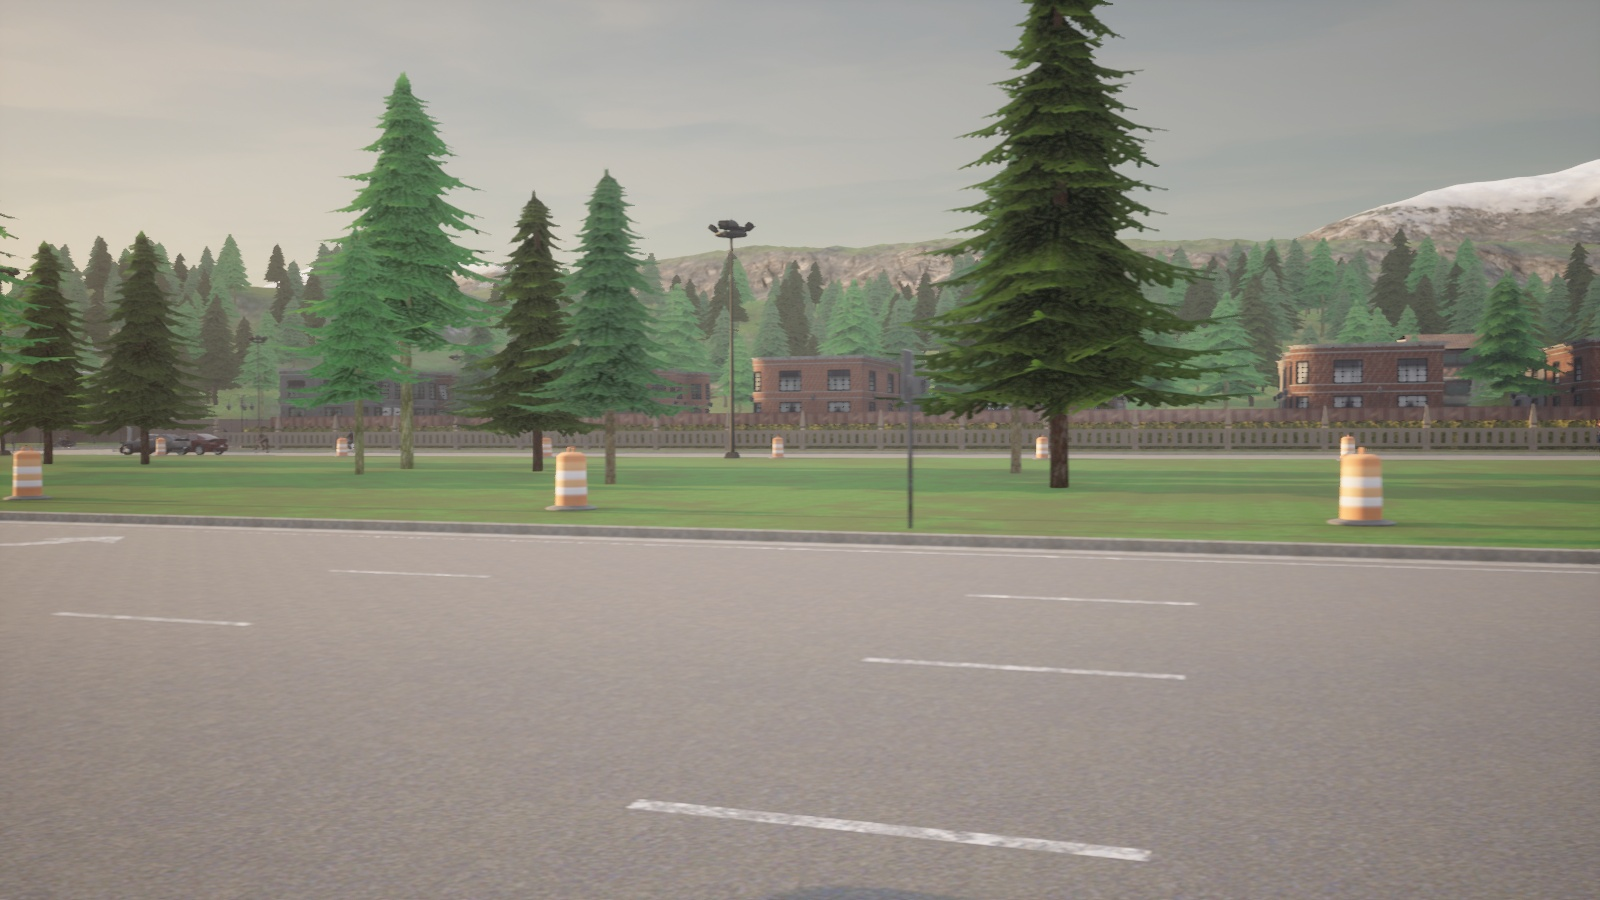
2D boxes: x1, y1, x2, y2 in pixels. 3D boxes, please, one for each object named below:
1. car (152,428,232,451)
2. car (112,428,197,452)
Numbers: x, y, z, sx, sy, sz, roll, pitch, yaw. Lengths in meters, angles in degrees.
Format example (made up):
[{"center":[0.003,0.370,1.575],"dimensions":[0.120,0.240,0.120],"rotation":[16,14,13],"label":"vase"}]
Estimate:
[{"center":[-41.465,-0.723,85.634],"dimensions":[5.008,1.535,1.882],"rotation":[0,1,18],"label":"car"},{"center":[-42.247,-0.693,82.207],"dimensions":[4.902,1.511,2.128],"rotation":[1,1,18],"label":"car"}]
